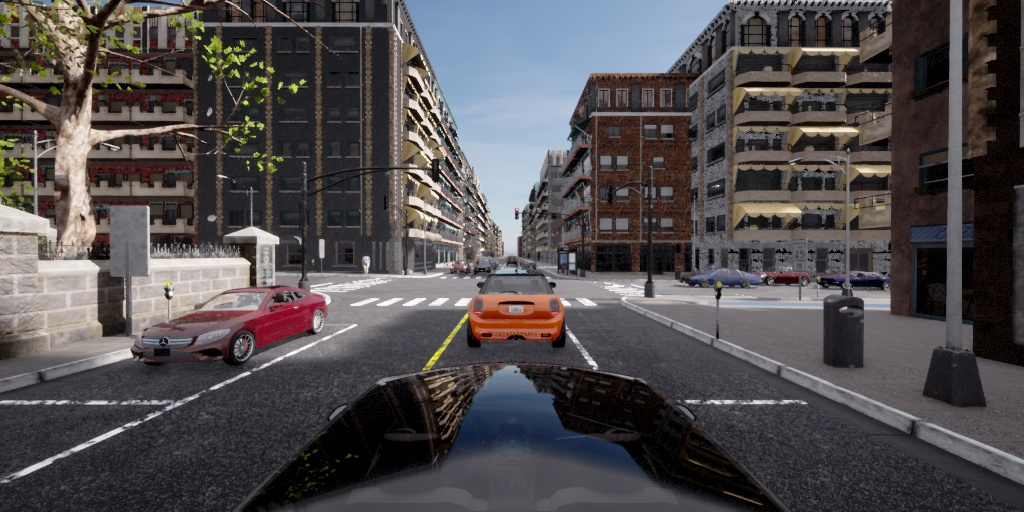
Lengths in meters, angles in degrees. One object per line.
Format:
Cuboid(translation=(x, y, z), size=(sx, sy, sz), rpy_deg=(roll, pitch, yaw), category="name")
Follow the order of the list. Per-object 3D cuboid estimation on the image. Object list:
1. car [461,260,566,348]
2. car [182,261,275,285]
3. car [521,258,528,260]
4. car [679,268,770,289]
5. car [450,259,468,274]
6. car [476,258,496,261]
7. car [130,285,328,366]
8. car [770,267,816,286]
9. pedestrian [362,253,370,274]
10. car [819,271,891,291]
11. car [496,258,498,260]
Cuboid(translation=(0.118, 1.101, 9.438), size=(2.097, 1.767, 4.553), rpy_deg=(0, 0, 1), category="car")
Cuboid(translation=(-17.675, 1.034, 22.524), size=(4.181, 1.385, 1.994), rpy_deg=(1, 0, -1), category="car")
Cuboid(translation=(2.625, 1.298, 51.622), size=(2.007, 1.370, 4.403), rpy_deg=(0, 0, 0), category="car")
Cuboid(translation=(15.217, 1.584, 26.167), size=(5.357, 1.411, 2.033), rpy_deg=(1, 0, -1), category="car")
Cuboid(translation=(-5.740, 1.187, 40.339), size=(1.967, 1.591, 4.097), rpy_deg=(0, 0, 0), category="car")
Cuboid(translation=(-3.150, 1.252, 39.747), size=(1.837, 1.490, 4.892), rpy_deg=(0, 0, 0), category="car")
Cuboid(translation=(-5.696, 1.331, 7.928), size=(1.802, 1.307, 4.207), rpy_deg=(0, 0, 0), category="car")
Cuboid(translation=(21.345, 1.571, 28.812), size=(4.097, 1.591, 1.967), rpy_deg=(0, 0, -1), category="car")
Cuboid(translation=(-12.751, 0.651, 31.322), size=(0.375, 1.860, 0.375), rpy_deg=(0, -1, -1), category="pedestrian")
Cuboid(translation=(25.250, 1.815, 26.299), size=(4.718, 1.301, 1.895), rpy_deg=(1, 0, -1), category="car")
Cuboid(translation=(-3.138, 1.312, 49.405), size=(1.994, 1.385, 4.181), rpy_deg=(0, 0, 2), category="car")
